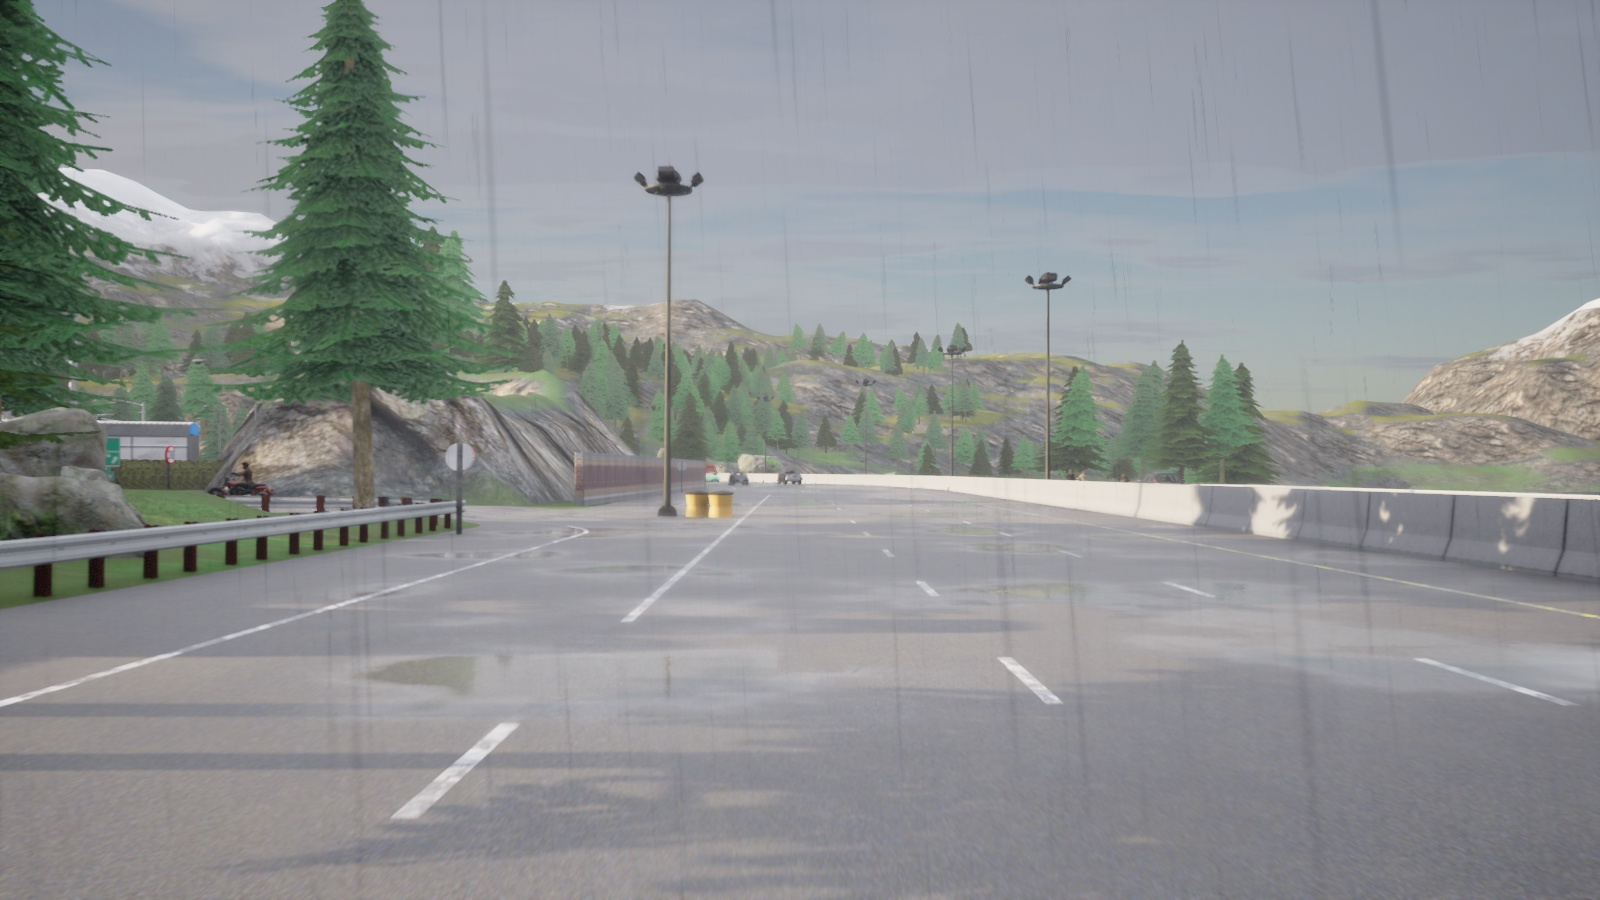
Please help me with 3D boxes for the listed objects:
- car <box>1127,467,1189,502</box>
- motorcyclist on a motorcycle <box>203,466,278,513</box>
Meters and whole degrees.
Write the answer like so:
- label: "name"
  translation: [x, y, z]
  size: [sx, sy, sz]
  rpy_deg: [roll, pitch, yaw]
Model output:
- label: "car"
  translation: [17.356, 1.664, 60.973]
  size: [1.851, 1.617, 3.988]
  rpy_deg: [0, -1, 0]
- label: "motorcyclist on a motorcycle"
  translation: [-20.008, 1.402, 44.944]
  size: [2.350, 1.649, 0.766]
  rpy_deg: [0, -1, 0]
